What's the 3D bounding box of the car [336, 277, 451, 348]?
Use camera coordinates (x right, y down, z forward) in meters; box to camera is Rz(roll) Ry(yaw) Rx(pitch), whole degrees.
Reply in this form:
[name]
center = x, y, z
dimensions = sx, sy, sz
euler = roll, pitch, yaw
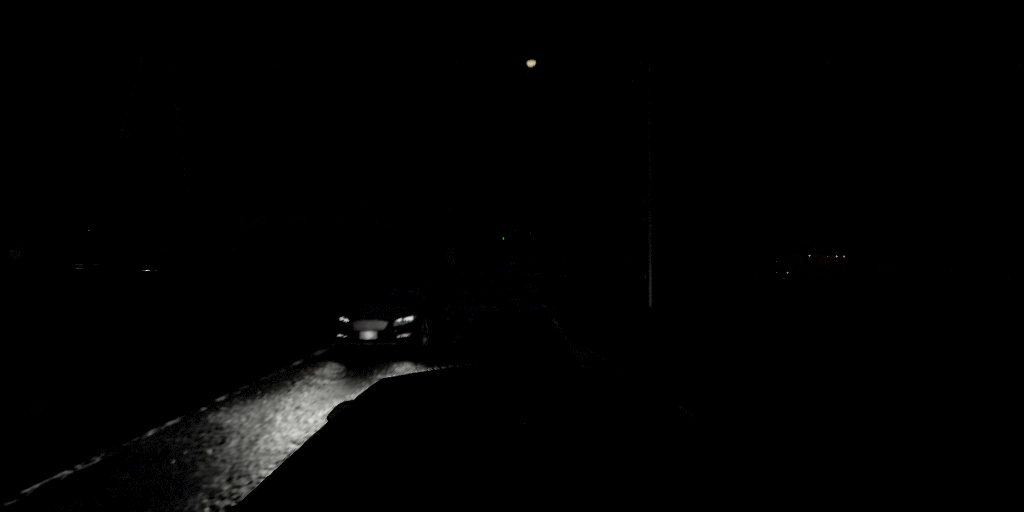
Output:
[car]
center = -2.849, 1.332, 9.565
dimensions = 2.128, 1.511, 4.902
euler = 0, -1, 0
